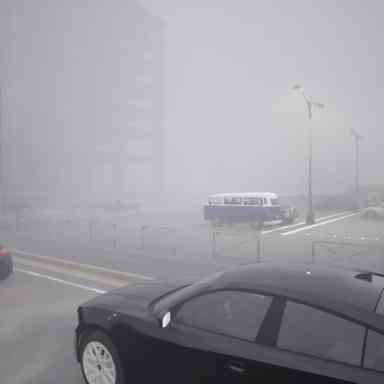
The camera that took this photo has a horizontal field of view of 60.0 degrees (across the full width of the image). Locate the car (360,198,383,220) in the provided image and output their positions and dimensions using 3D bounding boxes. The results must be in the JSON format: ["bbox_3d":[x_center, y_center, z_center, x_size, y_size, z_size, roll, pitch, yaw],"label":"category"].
[{"bbox_3d":[14.701,1.395,24.750,3.806,1.475,1.970,0,0,36],"label":"car"}]

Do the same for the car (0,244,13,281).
[{"bbox_3d":[-6.485,1.564,8.610,4.181,1.385,1.994,0,0,36],"label":"car"}]

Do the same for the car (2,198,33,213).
[{"bbox_3d":[-18.776,1.422,33.579,1.882,1.535,5.008,0,0,36],"label":"car"}]

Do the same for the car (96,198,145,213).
[{"bbox_3d":[-7.764,1.545,36.621,1.895,1.301,4.718,0,0,35],"label":"car"}]

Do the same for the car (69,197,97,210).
[{"bbox_3d":[-12.932,1.422,41.782,1.882,1.535,5.008,0,0,35],"label":"car"}]

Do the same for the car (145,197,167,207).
[{"bbox_3d":[-6.120,1.492,51.341,2.033,1.411,5.357,0,0,36],"label":"car"}]

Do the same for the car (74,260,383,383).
[{"bbox_3d":[0.836,1.478,3.399,5.008,1.535,1.882,0,0,36],"label":"car"}]

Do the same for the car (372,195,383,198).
[{"bbox_3d":[17.926,1.153,29.302,4.605,1.855,1.932,0,0,36],"label":"car"}]
